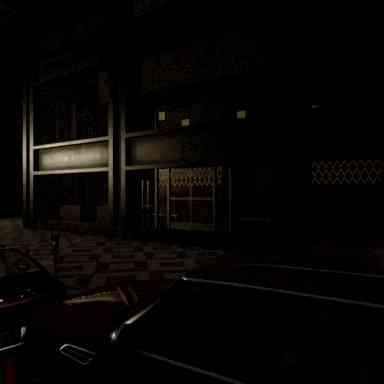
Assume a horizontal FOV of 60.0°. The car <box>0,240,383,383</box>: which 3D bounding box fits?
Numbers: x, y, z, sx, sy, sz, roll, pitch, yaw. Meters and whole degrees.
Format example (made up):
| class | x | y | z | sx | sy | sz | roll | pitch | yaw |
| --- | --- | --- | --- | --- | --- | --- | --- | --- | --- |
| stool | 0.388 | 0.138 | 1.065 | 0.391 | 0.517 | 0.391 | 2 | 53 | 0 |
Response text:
| class | x | y | z | sx | sy | sz | roll | pitch | yaw |
| --- | --- | --- | --- | --- | --- | --- | --- | --- | --- |
| car | 0.760 | 1.315 | 2.415 | 5.009 | 1.841 | 2.192 | 0 | 0 | 34 |
